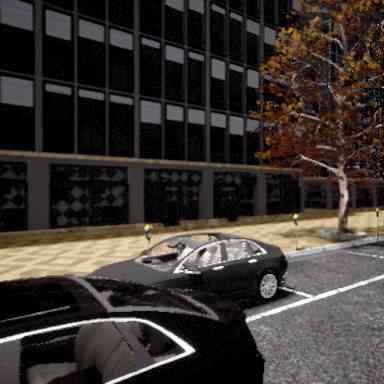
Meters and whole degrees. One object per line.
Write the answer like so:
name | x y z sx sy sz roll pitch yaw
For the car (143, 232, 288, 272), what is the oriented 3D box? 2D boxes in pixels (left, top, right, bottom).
car | 0.051 1.529 6.591 4.403 1.369 2.008 0 0 -35

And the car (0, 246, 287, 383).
car | -1.619 1.506 2.224 4.892 1.490 1.837 0 0 -35
